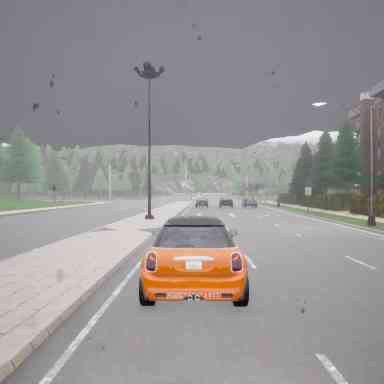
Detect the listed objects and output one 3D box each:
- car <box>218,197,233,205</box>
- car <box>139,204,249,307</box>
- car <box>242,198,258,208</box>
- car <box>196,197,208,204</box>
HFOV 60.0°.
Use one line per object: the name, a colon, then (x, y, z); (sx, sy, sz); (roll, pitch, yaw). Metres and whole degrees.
car: (4.990, 1.477, 49.356); (1.882, 1.535, 5.008); (0, 0, 2)
car: (0.068, 1.352, 8.168); (2.097, 1.767, 4.553); (0, 0, 1)
car: (8.488, 1.547, 49.227); (2.033, 1.411, 5.357); (0, 0, 2)
car: (1.480, 1.526, 49.147); (1.812, 1.442, 4.674); (0, 0, 2)
